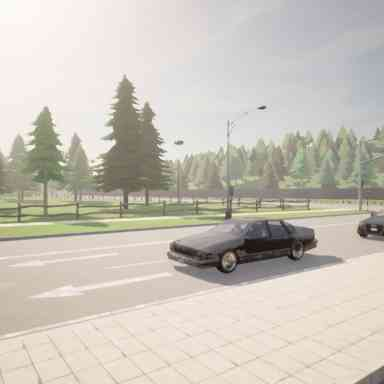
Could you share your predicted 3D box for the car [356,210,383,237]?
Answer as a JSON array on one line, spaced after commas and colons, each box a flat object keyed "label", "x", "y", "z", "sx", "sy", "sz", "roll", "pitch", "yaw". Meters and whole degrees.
[{"label": "car", "x": 10.102, "y": 1.563, "z": 16.619, "sx": 4.181, "sy": 1.385, "sz": 1.994, "roll": 0, "pitch": 0, "yaw": -35}]

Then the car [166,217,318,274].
[{"label": "car", "x": 1.861, "y": 1.547, "z": 10.826, "sx": 5.357, "sy": 1.411, "sz": 2.033, "roll": 0, "pitch": 0, "yaw": -35}]
